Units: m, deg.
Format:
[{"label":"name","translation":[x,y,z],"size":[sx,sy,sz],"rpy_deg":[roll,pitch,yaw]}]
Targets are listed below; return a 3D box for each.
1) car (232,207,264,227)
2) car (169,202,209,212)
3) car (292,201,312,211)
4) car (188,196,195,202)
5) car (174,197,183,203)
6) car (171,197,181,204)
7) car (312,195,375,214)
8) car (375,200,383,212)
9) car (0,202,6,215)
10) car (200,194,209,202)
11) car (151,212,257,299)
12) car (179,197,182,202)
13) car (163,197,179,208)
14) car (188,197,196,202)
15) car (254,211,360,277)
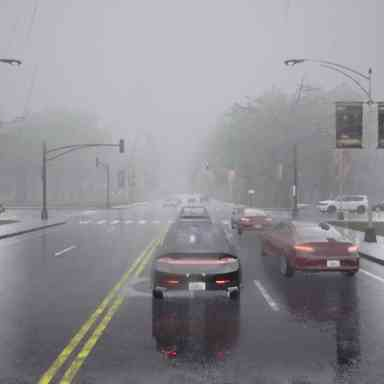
[{"label":"car","translation":[3.335,1.553,18.970],"size":[1.812,1.442,4.674],"rpy_deg":[0,0,1]},{"label":"car","translation":[0.077,1.515,17.851],"size":[2.128,1.511,4.902],"rpy_deg":[0,0,0]},{"label":"car","translation":[14.811,1.767,40.764],"size":[4.718,1.301,1.895],"rpy_deg":[0,0,0]},{"label":"car","translation":[-0.127,1.954,92.940],"size":[1.994,1.385,4.181],"rpy_deg":[0,-1,0]},{"label":"car","translation":[-3.361,1.936,81.739],"size":[2.033,1.411,5.357],"rpy_deg":[0,-1,0]},{"label":"car","translation":[-3.347,1.842,71.262],"size":[1.994,1.385,4.181],"rpy_deg":[0,-1,0]},{"label":"car","translation":[17.056,1.394,37.541],"size":[5.566,2.045,2.150],"rpy_deg":[0,0,-1]},{"label":"car","translation":[23.943,1.690,40.849],"size":[5.008,1.535,1.882],"rpy_deg":[0,0,0]},{"label":"car","translation":[-20.182,1.220,30.508],"size":[5.566,2.045,2.150],"rpy_deg":[0,0,-1]},{"label":"car","translation":[3.138,1.633,82.557],"size":[2.150,2.045,5.566],"rpy_deg":[0,-1,0]},{"label":"car","translation":[0.088,1.495,8.444],"size":[2.128,1.511,4.902],"rpy_deg":[0,0,0]},{"label":"car","translation":[-3.399,1.698,61.351],"size":[2.128,1.511,4.902],"rpy_deg":[0,0,1]},{"label":"car","translation":[-3.414,1.754,51.999],"size":[1.895,1.301,4.718],"rpy_deg":[0,0,0]},{"label":"car","translation":[-0.111,1.884,82.487],"size":[1.882,1.535,5.008],"rpy_deg":[0,-1,0]},{"label":"car","translation":[3.332,1.531,10.162],"size":[1.812,1.442,4.674],"rpy_deg":[0,0,0]}]
